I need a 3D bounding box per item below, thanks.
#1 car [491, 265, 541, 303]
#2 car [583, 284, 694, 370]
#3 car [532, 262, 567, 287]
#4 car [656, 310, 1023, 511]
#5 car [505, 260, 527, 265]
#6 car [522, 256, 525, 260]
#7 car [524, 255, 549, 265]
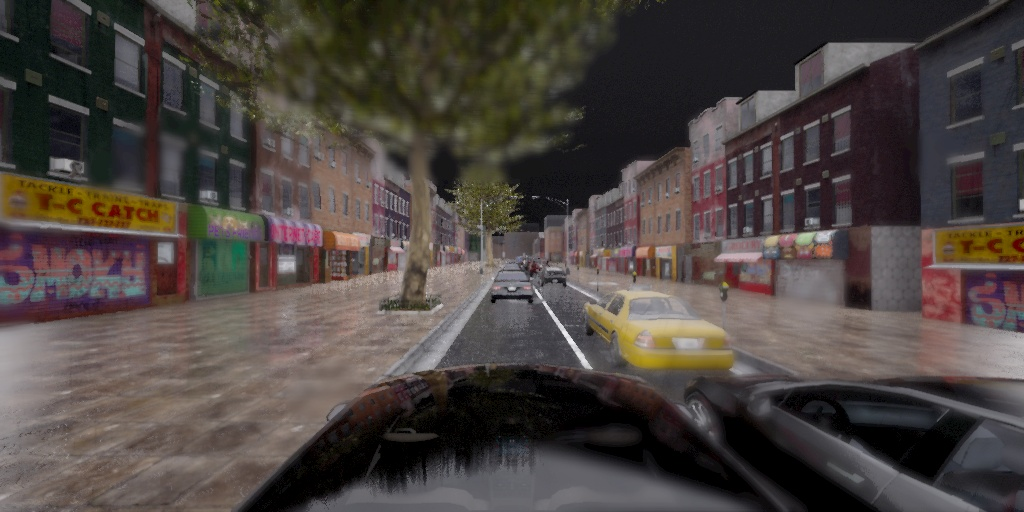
[{"bbox_3d":[0.000,1.311,16.500,2.033,1.411,5.357,0,0,0],"label":"car"},{"bbox_3d":[2.638,1.275,7.630,1.751,1.417,4.829,0,0,0],"label":"car"},{"bbox_3d":[2.639,1.291,24.085,2.007,1.370,4.403,0,0,0],"label":"car"},{"bbox_3d":[2.638,1.314,1.918,1.948,1.339,4.313,0,0,0],"label":"car"},{"bbox_3d":[0.000,1.305,31.501,1.994,1.385,4.181,0,0,0],"label":"car"},{"bbox_3d":[2.981,0.933,50.340,2.150,2.045,5.566,0,0,0],"label":"car"},{"bbox_3d":[2.639,1.041,35.167,2.192,1.841,5.009,0,0,0],"label":"car"}]
